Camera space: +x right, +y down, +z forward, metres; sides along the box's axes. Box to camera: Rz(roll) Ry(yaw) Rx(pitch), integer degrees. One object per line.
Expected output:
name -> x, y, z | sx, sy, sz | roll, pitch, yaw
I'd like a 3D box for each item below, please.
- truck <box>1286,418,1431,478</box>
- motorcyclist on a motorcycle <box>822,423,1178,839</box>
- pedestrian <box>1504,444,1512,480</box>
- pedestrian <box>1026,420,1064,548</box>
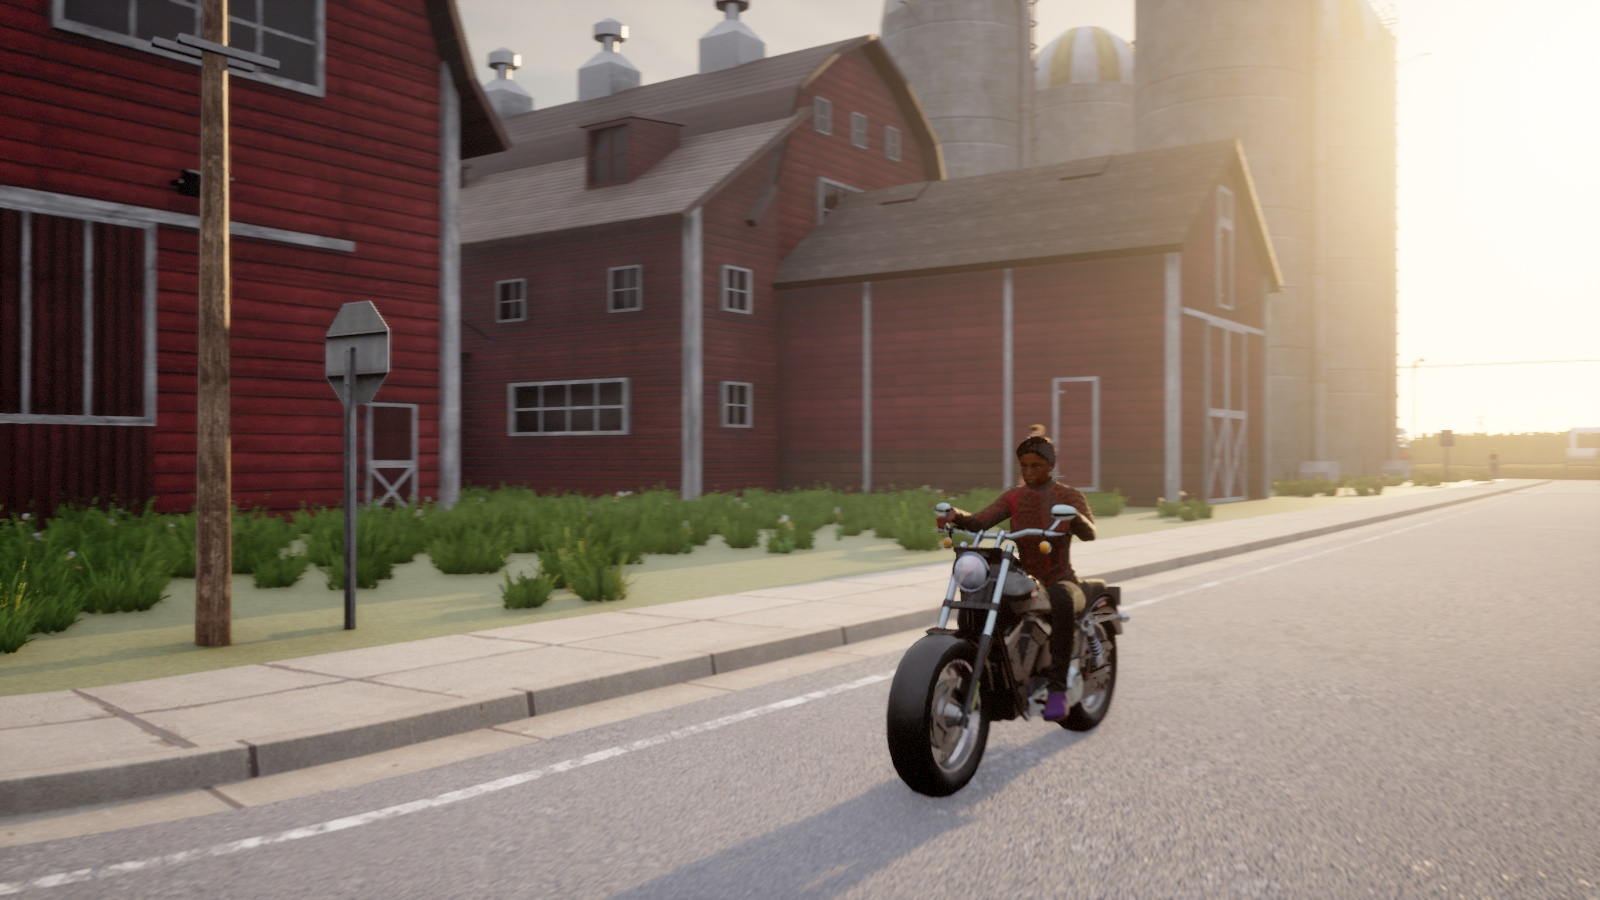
truck -> 37.550, -0.099, 84.593 | 8.468, 3.827, 2.891 | -1, 0, 36
motorcyclist on a motorcycle -> 1.087, 0.728, 6.169 | 0.766, 1.649, 2.350 | -1, -1, 35
pedestrian -> 36.707, 0.610, 65.112 | 0.345, 1.836, 0.594 | 0, 0, 31
pedestrian -> 3.583, 0.493, 18.347 | 0.345, 1.836, 0.594 | 0, 0, 33
